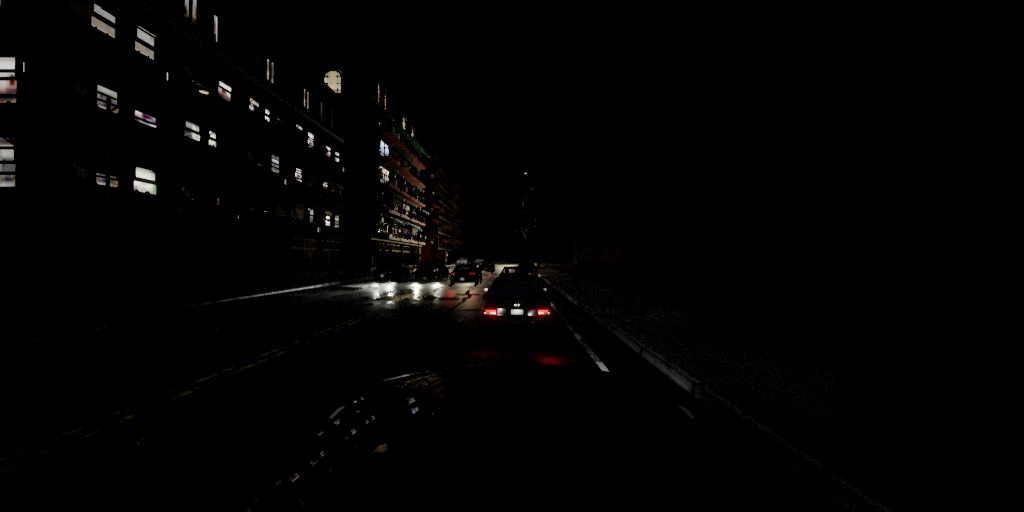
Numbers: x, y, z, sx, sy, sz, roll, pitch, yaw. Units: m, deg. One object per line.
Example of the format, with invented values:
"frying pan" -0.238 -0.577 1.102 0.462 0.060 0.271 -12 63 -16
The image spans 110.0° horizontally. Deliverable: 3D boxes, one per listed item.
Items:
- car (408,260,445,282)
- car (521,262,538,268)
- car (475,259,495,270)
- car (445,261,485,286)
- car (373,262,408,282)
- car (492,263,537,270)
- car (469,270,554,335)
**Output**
"car" -6.574 1.105 29.198 2.097 1.767 4.553 0 0 0
"car" 1.165 1.259 30.653 1.837 1.490 4.892 0 0 0
"car" -3.109 1.241 44.597 2.128 1.511 4.902 0 0 0
"car" -3.133 1.279 24.891 1.812 1.442 4.674 0 0 0
"car" -9.824 1.245 29.592 2.128 1.511 4.902 0 0 0
"car" 0.118 1.300 20.886 2.033 1.411 5.357 0 0 0
"car" 0.110 1.299 10.525 2.033 1.411 5.357 0 0 0
